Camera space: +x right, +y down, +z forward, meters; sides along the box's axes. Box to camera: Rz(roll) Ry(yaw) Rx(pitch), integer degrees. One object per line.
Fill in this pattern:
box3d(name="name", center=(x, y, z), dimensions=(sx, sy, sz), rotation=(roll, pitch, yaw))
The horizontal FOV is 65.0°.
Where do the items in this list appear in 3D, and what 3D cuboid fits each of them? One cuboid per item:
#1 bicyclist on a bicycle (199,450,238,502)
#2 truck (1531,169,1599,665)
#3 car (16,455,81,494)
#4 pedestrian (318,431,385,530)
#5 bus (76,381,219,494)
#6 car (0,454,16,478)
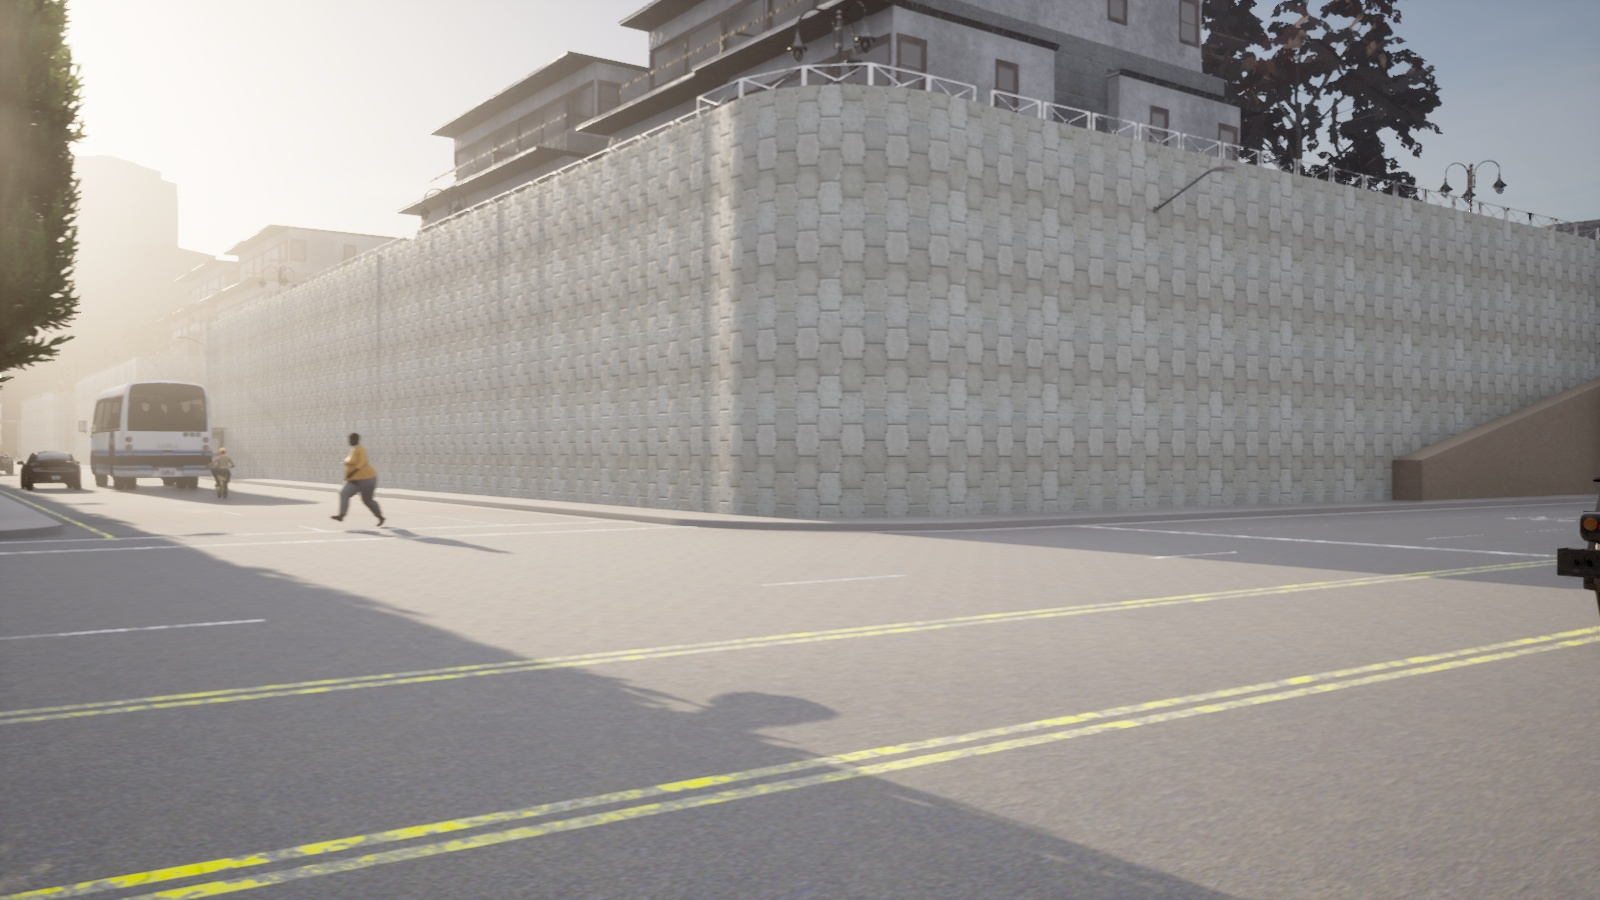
box3d(name="bicyclist on a bicycle", center=(-18.428, 0.818, 39.811), dimensions=(0.866, 1.612, 1.509), rotation=(0, 0, -35))
box3d(name="truck", center=(9.407, -0.232, 10.212), dimensions=(7.936, 3.462, 2.891), rotation=(0, 0, -35))
box3d(name="car", center=(-29.936, 0.935, 49.978), dimensions=(1.837, 1.490, 4.892), rotation=(0, 0, -35))
box3d(name="pedestrian", center=(-8.565, 0.567, 23.990), dimensions=(0.874, 1.855, 0.900), rotation=(0, 0, 43))
box3d(name="bus", center=(-27.476, -0.445, 52.562), dimensions=(3.944, 4.253, 10.273), rotation=(0, 0, -35))
box3d(name="car", center=(-51.989, 1.004, 81.027), dimensions=(2.128, 1.511, 4.902), rotation=(0, 0, -35))
